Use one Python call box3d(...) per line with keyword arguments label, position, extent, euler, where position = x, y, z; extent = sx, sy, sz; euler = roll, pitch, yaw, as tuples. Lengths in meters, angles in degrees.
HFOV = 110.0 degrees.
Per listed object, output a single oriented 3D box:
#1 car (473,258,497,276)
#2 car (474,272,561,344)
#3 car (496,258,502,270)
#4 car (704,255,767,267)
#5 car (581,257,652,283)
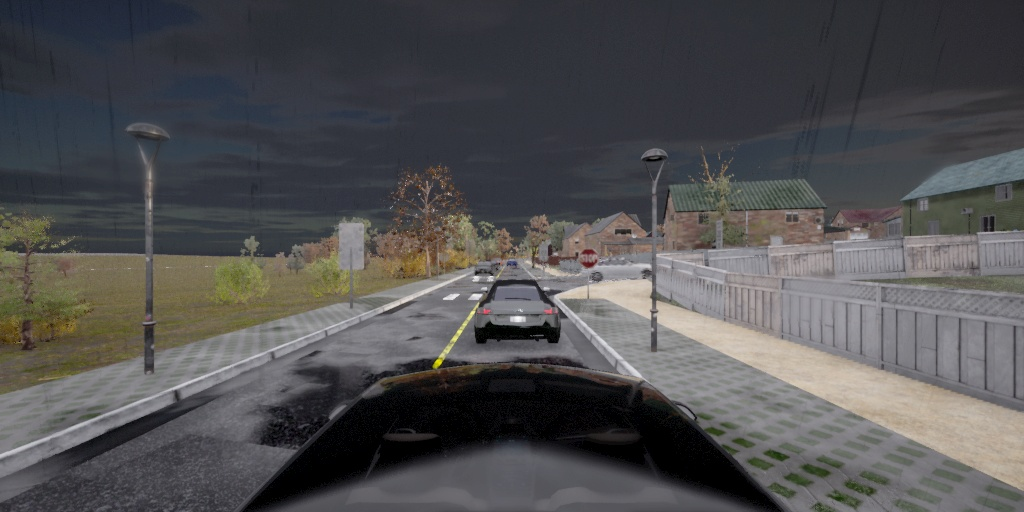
box3d(label="car", position=(-2.863, 1.262, 37.532), extent=(1.837, 1.490, 4.892), euler=(0, 0, 0))
box3d(label="car", position=(0.100, 1.313, 9.630), extent=(1.994, 1.385, 4.181), euler=(0, 0, -1))
box3d(label="car", position=(-2.860, 1.315, 50.369), extent=(2.033, 1.411, 5.357), euler=(0, 0, 0))
box3d(label="car", position=(14.293, 0.402, 23.067), extent=(5.357, 1.411, 2.033), euler=(-3, 0, 14))
box3d(label="car", position=(6.597, 0.806, 21.994), extent=(4.674, 1.442, 1.812), euler=(-3, 0, 18))
